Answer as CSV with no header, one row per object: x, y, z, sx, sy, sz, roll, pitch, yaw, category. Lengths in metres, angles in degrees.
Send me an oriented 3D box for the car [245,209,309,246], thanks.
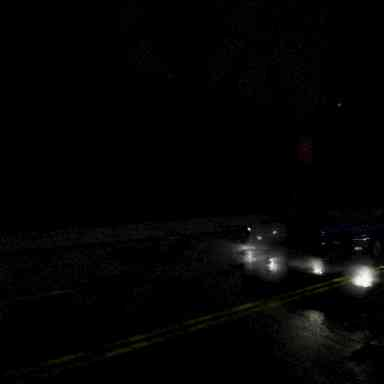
4.935,1.492,15.267,5.357,1.411,2.033,0,0,-36,car

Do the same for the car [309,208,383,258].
6.878,1.418,12.658,5.008,1.535,1.882,0,0,-36,car
